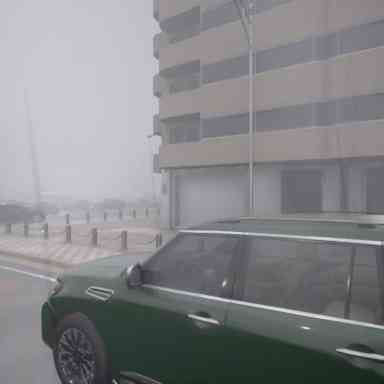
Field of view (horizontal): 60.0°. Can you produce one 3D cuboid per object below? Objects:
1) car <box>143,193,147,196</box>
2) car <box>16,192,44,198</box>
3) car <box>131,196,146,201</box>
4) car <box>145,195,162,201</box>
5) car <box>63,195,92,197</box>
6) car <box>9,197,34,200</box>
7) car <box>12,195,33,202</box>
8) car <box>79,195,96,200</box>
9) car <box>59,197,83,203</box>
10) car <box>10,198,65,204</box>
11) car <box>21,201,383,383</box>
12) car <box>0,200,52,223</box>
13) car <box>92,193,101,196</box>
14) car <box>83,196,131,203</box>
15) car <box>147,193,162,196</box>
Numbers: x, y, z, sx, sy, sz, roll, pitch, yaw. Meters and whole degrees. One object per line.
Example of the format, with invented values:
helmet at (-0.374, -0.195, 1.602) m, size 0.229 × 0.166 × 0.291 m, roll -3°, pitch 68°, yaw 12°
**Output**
car at (-9.592, 1.211, 76.199) m, size 1.905 × 1.878 × 3.866 m, roll 0°, pitch 0°, yaw 35°
car at (-35.725, 1.208, 73.103) m, size 1.932 × 1.855 × 4.605 m, roll 0°, pitch 0°, yaw 35°
car at (-7.682, 1.656, 49.477) m, size 1.895 × 1.301 × 4.718 m, roll 0°, pitch 0°, yaw 35°
car at (-4.201, 1.581, 48.337) m, size 1.812 × 1.442 × 4.674 m, roll 0°, pitch 0°, yaw 35°
car at (-21.847, 1.451, 63.463) m, size 1.970 × 1.475 × 3.806 m, roll 0°, pitch 0°, yaw 35°
car at (-18.916, 1.547, 33.385) m, size 2.128 × 1.511 × 4.902 m, roll 0°, pitch 0°, yaw 35°
car at (-38.058, 1.419, 74.821) m, size 1.784 × 1.438 × 3.905 m, roll 0°, pitch 0°, yaw 35°
car at (-28.032, 1.451, 89.124) m, size 1.970 × 1.475 × 3.806 m, roll 0°, pitch 0°, yaw 35°
car at (-13.844, 1.619, 40.654) m, size 1.994 × 1.385 × 4.181 m, roll 0°, pitch 0°, yaw 35°
car at (-15.178, 1.619, 32.627) m, size 1.994 × 1.385 × 4.181 m, roll 0°, pitch 0°, yaw 35°
car at (0.775, 1.221, 3.444) m, size 5.566 × 2.045 × 2.150 m, roll 0°, pitch 0°, yaw 35°
car at (-12.800, 1.562, 23.448) m, size 1.837 × 1.490 × 4.892 m, roll 0°, pitch 0°, yaw 35°
car at (-25.669, 1.211, 87.450) m, size 1.905 × 1.878 × 3.866 m, roll 0°, pitch 0°, yaw 35°
car at (-10.103, 1.547, 39.901) m, size 2.128 × 1.511 × 4.902 m, roll 0°, pitch 0°, yaw 35°
car at (-7.255, 1.209, 74.491) m, size 1.932 × 1.855 × 4.605 m, roll 0°, pitch 0°, yaw 35°
